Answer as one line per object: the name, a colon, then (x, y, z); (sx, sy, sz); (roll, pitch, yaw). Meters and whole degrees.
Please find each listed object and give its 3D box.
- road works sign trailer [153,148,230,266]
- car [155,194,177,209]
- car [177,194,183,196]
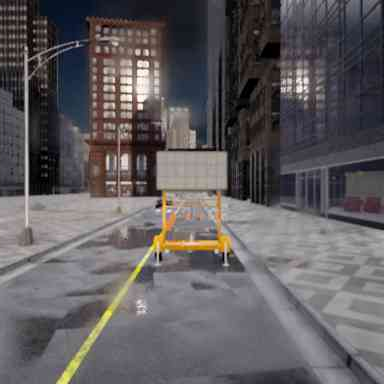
road works sign trailer: (-0.004, 0.353, 11.077); (2.380, 3.560, 2.880); (0, 1, 0)
car: (-3.115, 1.196, 38.158); (2.033, 1.411, 5.357); (0, 0, 0)
car: (-3.035, 0.668, 78.743); (2.033, 1.411, 5.357); (0, 0, 0)
